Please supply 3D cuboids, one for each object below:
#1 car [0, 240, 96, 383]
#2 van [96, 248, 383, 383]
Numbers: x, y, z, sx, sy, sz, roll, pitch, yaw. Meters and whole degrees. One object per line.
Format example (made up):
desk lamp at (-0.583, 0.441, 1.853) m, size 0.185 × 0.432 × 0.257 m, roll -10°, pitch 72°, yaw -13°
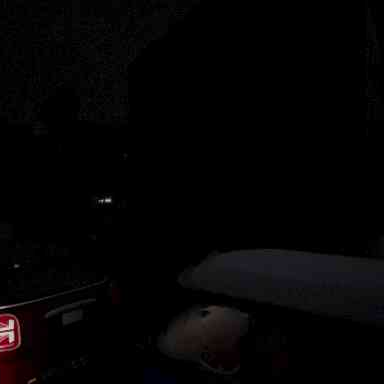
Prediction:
car at (-2.935, 1.441, 4.908) m, size 4.097 × 1.590 × 1.967 m, roll 0°, pitch 0°, yaw 35°
van at (1.494, 1.341, 1.753) m, size 3.998 × 1.788 × 1.690 m, roll 0°, pitch 0°, yaw 35°
